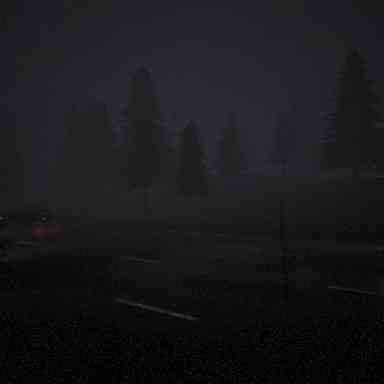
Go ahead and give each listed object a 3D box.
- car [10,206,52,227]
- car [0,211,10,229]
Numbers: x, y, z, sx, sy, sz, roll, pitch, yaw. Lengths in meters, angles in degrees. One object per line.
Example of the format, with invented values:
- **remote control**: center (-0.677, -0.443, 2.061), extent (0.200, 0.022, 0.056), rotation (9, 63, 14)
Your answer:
- **car**: center (-13.001, 1.844, 26.180), extent (4.902, 1.511, 2.128), rotation (-1, -1, 35)
- **car**: center (-14.974, 1.916, 23.286), extent (4.181, 1.385, 1.994), rotation (-1, -1, 36)
